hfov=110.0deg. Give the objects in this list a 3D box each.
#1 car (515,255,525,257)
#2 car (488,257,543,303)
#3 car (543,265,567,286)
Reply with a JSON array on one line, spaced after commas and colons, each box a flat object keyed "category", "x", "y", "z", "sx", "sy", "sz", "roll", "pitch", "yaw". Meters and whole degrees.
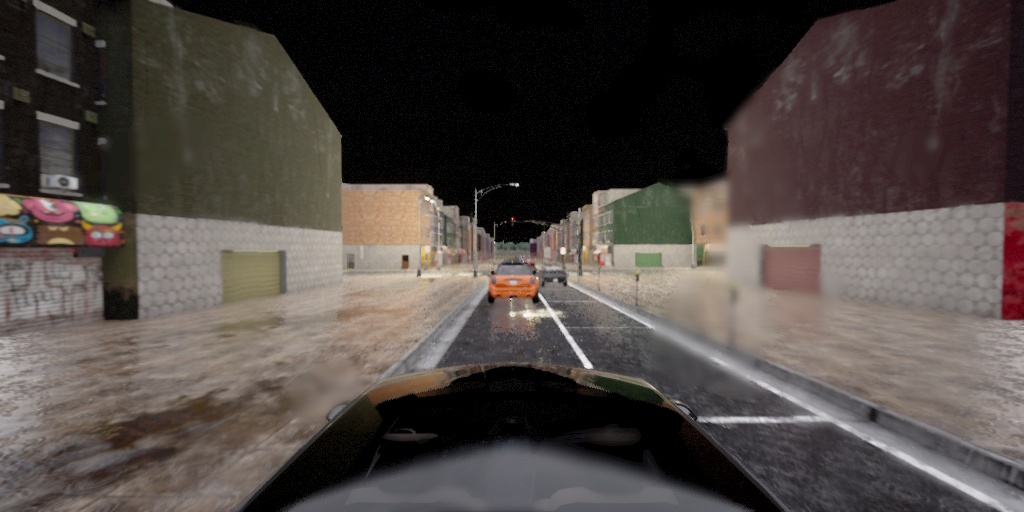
[{"category": "car", "x": 0.001, "y": 1.016, "z": 26.208, "sx": 2.097, "sy": 1.767, "sz": 4.553, "roll": 0, "pitch": 0, "yaw": 0}, {"category": "car", "x": 0.067, "y": 1.049, "z": 16.317, "sx": 2.097, "sy": 1.767, "sz": 4.553, "roll": 0, "pitch": 0, "yaw": 0}, {"category": "car", "x": 2.638, "y": 1.222, "z": 23.884, "sx": 2.007, "sy": 1.370, "sz": 4.403, "roll": 0, "pitch": 0, "yaw": 0}]
